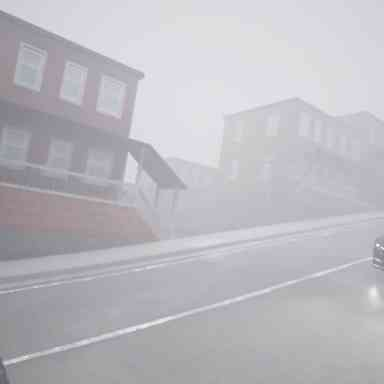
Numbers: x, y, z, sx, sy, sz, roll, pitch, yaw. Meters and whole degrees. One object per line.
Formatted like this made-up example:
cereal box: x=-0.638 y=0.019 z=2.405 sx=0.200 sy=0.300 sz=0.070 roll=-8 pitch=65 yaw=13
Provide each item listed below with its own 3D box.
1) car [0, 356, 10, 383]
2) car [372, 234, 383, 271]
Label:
car: x=-3.583 y=1.469 z=1.435 sx=4.892 sy=1.490 sz=1.837 roll=1 pitch=-1 yaw=-35
car: x=6.601 y=1.204 z=8.692 sx=4.902 sy=1.511 sz=2.128 roll=-3 pitch=2 yaw=-35
